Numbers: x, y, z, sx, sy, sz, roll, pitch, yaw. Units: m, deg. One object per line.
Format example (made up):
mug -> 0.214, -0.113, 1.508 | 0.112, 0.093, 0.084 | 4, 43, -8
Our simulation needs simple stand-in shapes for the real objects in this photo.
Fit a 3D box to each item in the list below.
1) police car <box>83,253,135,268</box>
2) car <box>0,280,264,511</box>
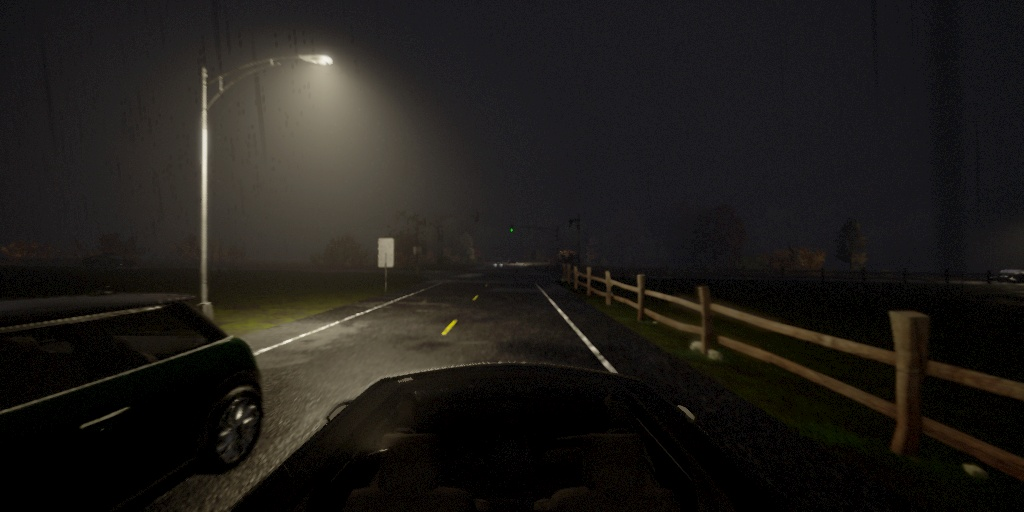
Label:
police car -> -47.620, 0.511, 42.540 | 5.238, 1.638, 1.930 | 1, -1, 3
car -> -3.599, 1.101, 1.761 | 2.097, 1.767, 4.553 | 0, 0, 0
